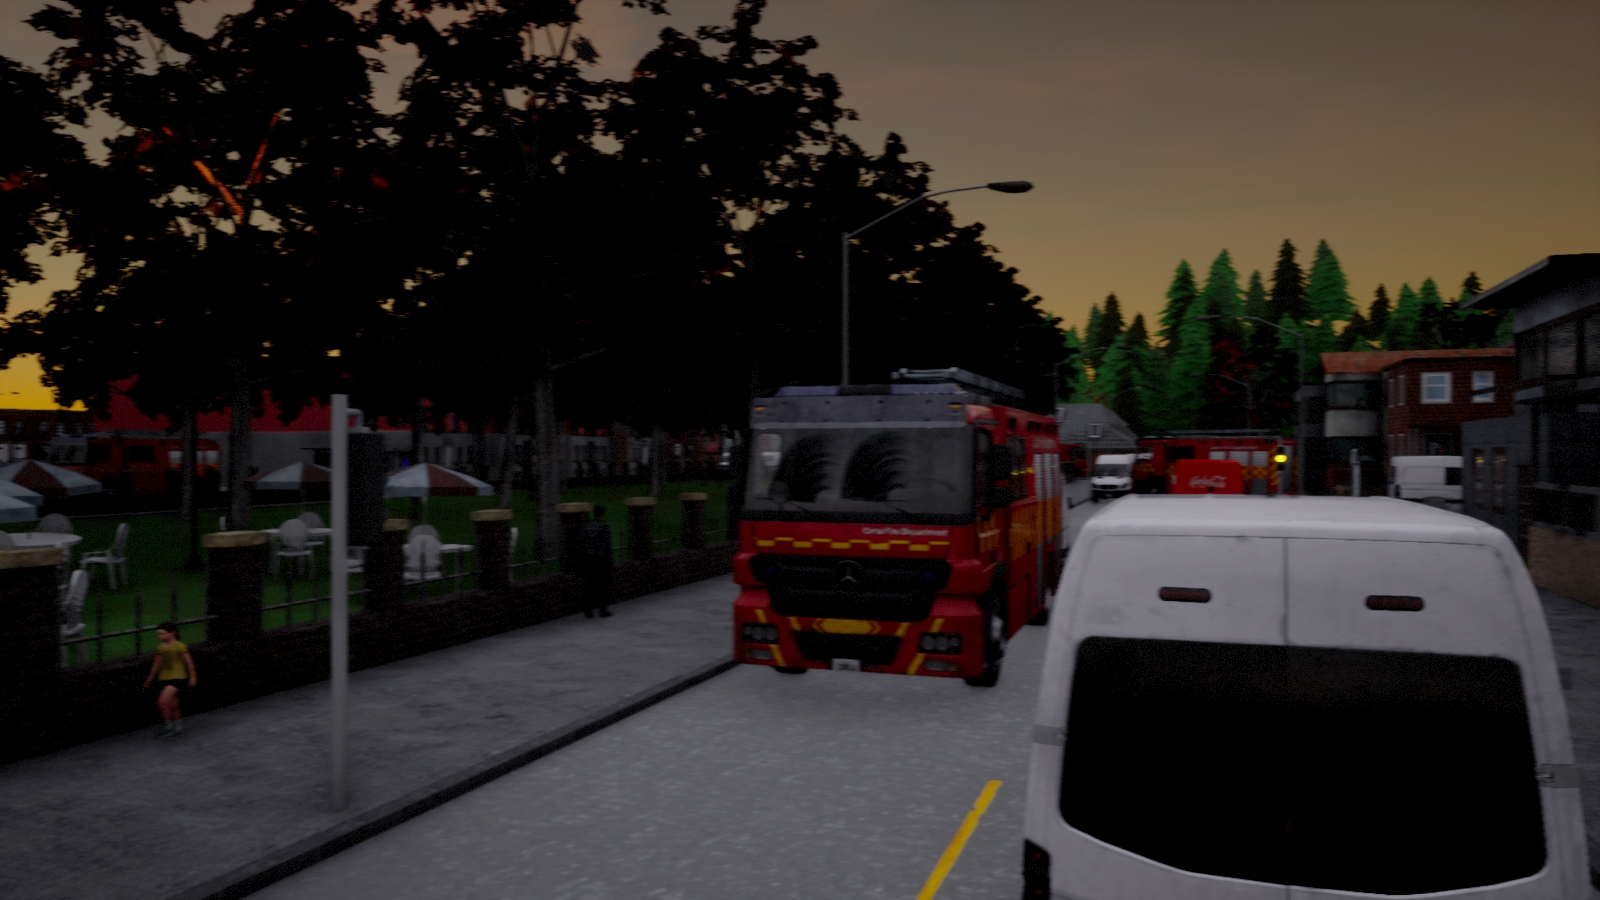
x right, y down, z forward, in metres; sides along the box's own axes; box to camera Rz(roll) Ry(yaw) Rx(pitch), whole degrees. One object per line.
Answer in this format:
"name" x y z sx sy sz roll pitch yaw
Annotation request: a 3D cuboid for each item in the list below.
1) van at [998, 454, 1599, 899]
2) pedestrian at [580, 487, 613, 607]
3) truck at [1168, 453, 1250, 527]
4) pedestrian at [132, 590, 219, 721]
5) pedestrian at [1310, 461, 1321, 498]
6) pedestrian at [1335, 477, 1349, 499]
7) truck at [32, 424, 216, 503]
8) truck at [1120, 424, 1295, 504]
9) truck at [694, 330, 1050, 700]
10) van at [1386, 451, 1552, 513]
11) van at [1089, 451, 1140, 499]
"van" 2.661 1.315 6.744 1.988 2.561 5.915 0 0 19
"pedestrian" -3.215 1.522 18.093 0.375 1.860 0.375 0 0 19
"truck" 14.695 1.352 41.172 2.627 2.467 5.204 0 0 19
"pedestrian" -5.801 1.893 10.627 0.500 1.100 0.500 0 0 19
"pedestrian" 26.727 1.527 59.257 0.375 1.860 0.375 0 0 -8
"pedestrian" 27.030 1.908 57.014 0.500 1.100 0.500 0 0 7
"truck" -35.361 0.650 60.247 2.891 3.827 8.468 0 0 19
"truck" 20.896 0.678 59.157 2.891 3.827 8.468 0 0 -35
"truck" 1.569 0.671 16.267 2.891 3.827 8.468 0 0 19
"van" 28.698 1.327 49.252 5.915 2.561 1.988 0 0 18
"van" 17.452 1.320 63.187 1.988 2.561 5.915 0 0 23
